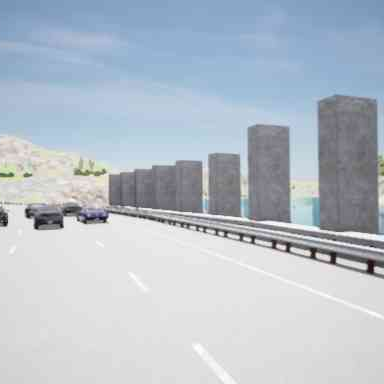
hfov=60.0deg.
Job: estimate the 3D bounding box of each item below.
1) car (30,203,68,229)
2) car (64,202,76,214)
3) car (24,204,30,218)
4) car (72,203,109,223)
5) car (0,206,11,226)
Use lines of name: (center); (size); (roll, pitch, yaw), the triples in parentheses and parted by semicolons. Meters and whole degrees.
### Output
car: (-10.421, 1.761, 23.993); (1.837, 1.490, 4.892); (0, 0, -27)
car: (-13.715, 1.875, 37.080); (1.837, 1.490, 4.892); (0, 0, -31)
car: (-16.307, 1.930, 34.618); (2.033, 1.411, 5.357); (0, 0, -31)
car: (-8.407, 1.856, 27.732); (1.895, 1.301, 4.718); (0, 0, -28)
car: (-15.357, 1.825, 25.890); (1.837, 1.490, 4.892); (0, 0, -28)
